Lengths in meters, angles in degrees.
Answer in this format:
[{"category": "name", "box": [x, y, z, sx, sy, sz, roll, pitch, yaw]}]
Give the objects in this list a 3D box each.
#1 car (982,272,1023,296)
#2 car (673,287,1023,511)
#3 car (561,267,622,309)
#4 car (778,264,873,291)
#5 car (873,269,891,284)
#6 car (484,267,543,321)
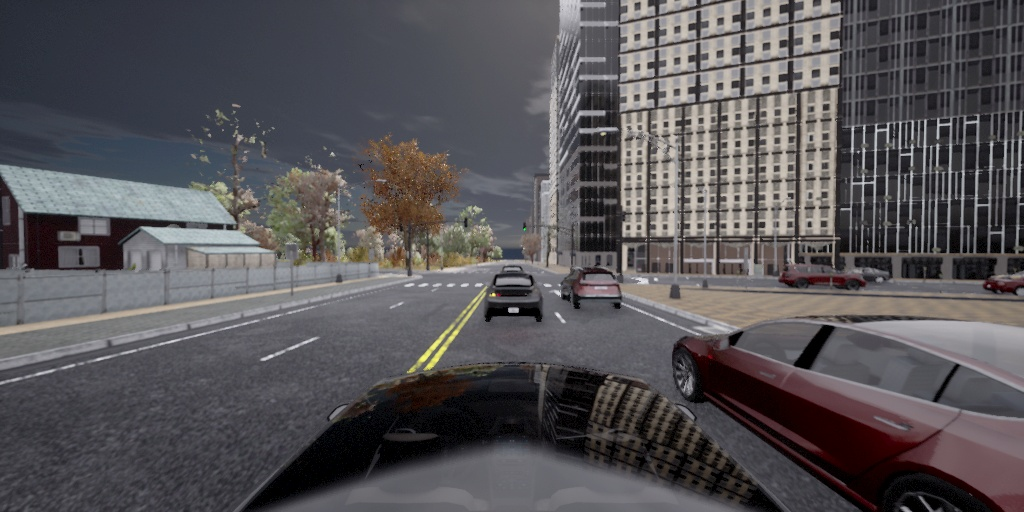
[{"category": "car", "box": [33.637, 1.872, 22.958, 4.507, 1.381, 1.888, 0, 0, 20]}, {"category": "car", "box": [3.349, 1.265, 3.387, 2.163, 1.488, 4.792, 0, 0, 0]}, {"category": "car", "box": [3.335, 1.282, 15.702, 2.033, 1.649, 4.856, 0, 0, 0]}, {"category": "car", "box": [22.987, 1.581, 26.845, 5.009, 1.841, 2.192, 0, 0, 20]}, {"category": "car", "box": [31.014, 1.696, 32.304, 4.403, 1.370, 2.007, 0, 0, 20]}, {"category": "car", "box": [0.055, 1.336, 12.828, 1.837, 1.490, 4.892, 0, 0, 0]}]
